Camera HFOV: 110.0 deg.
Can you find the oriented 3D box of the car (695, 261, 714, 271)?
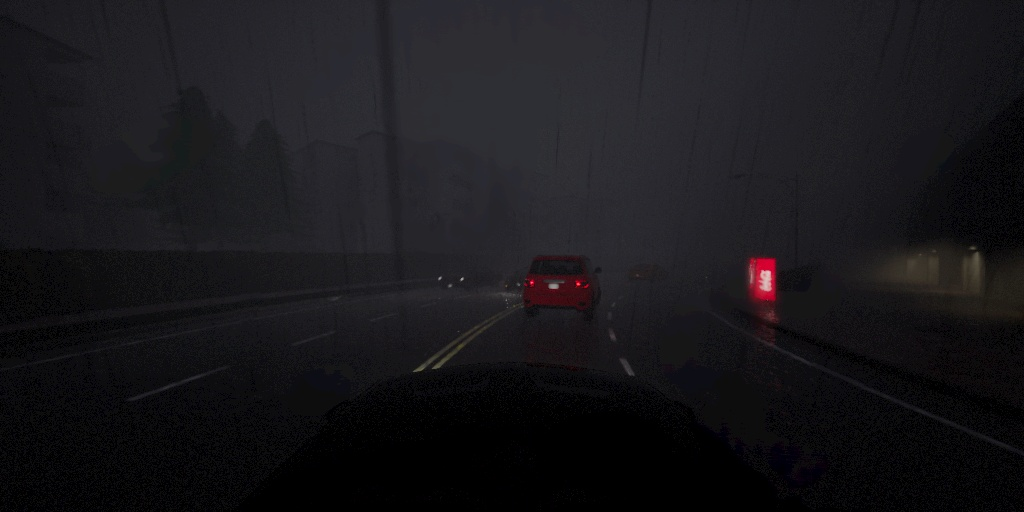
[{"bbox_3d":[29.762,1.551,55.340,1.812,1.442,4.674,1,0,42],"label":"car"}]

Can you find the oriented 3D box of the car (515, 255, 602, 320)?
[{"bbox_3d":[1.977,0.984,13.040,2.150,2.045,5.566,0,0,16],"label":"car"}]

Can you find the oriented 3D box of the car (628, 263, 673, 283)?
[{"bbox_3d":[11.092,1.318,29.095,1.882,1.535,5.008,0,0,40],"label":"car"}]

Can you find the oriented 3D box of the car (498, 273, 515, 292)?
[{"bbox_3d":[1.200,1.315,20.791,1.994,1.385,4.181,0,0,27],"label":"car"}]

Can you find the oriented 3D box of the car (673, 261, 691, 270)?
[{"bbox_3d":[27.166,1.527,57.687,2.033,1.411,5.357,1,0,42],"label":"car"}]

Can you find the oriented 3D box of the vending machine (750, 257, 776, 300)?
[{"bbox_3d":[11.630,1.048,16.597,1.100,2.100,0.880,0,0,27],"label":"vending machine"}]

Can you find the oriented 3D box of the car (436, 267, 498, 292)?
[{"bbox_3d":[-2.425,1.317,21.447,1.895,1.301,4.718,1,0,25],"label":"car"}]
